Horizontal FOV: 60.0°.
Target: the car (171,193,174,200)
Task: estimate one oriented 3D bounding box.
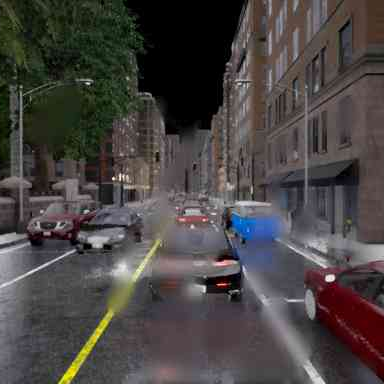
[{"bbox_3d":[-5.696,1.491,75.571,1.887,1.381,4.507,0,0,0],"label":"car"}]

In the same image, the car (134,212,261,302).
[{"bbox_3d":[0.097,1.490,8.261,2.128,1.511,4.902,0,0,0],"label":"car"}]

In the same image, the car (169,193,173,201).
[{"bbox_3d":[-5.694,1.493,70.120,1.887,1.381,4.507,0,0,0],"label":"car"}]

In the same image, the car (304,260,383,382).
[{"bbox_3d":[2.854,1.544,4.252,1.887,1.381,4.507,0,0,0],"label":"car"}]

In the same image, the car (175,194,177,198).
[{"bbox_3d":[-5.700,1.496,86.472,2.008,1.369,4.403,0,0,0],"label":"car"}]

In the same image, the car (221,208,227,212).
[{"bbox_3d":[2.849,1.557,21.233,1.947,1.339,4.313,0,0,0],"label":"car"}]

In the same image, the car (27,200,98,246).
[{"bbox_3d":[-5.675,1.310,15.530,2.192,1.841,5.009,0,0,0],"label":"car"}]

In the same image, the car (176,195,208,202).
[{"bbox_3d":[0.039,1.338,27.480,2.097,1.767,4.553,0,0,2],"label":"car"}]

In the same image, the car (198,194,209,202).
[{"bbox_3d":[2.829,1.387,75.610,1.967,1.590,4.097,0,0,0],"label":"car"}]

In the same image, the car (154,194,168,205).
[{"bbox_3d":[-5.690,1.480,59.049,1.752,1.417,4.829,0,0,0],"label":"car"}]

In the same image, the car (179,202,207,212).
[{"bbox_3d":[0.097,1.519,18.523,1.812,1.442,4.674,0,0,0],"label":"car"}]

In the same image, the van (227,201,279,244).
[{"bbox_3d":[2.850,1.336,15.573,1.690,1.788,3.998,0,0,0],"label":"van"}]

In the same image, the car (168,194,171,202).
[{"bbox_3d":[-5.692,1.502,64.669,2.008,1.369,4.403,0,0,0],"label":"car"}]

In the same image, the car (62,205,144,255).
[{"bbox_3d":[-3.092,1.488,13.344,2.128,1.511,4.902,0,0,0],"label":"car"}]
